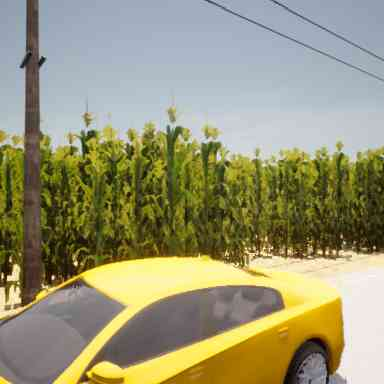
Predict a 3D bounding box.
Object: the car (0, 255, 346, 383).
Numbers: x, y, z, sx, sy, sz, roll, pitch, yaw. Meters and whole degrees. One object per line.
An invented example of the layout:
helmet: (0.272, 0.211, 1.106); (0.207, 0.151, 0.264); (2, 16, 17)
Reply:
car: (-0.525, 1.477, 3.244); (5.008, 1.535, 1.882); (0, 0, -35)
